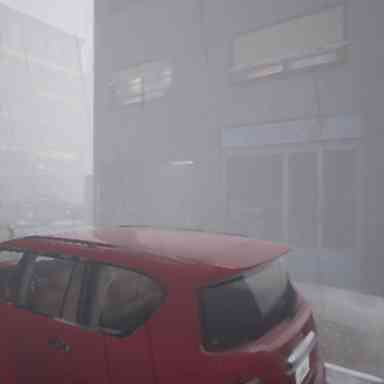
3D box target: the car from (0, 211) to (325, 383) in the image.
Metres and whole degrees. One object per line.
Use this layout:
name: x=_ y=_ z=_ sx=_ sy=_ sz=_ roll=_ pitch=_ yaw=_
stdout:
car: x=-1.176 y=1.316 z=3.703 sx=5.009 sy=1.841 sz=2.192 roll=0 pitch=0 yaw=36

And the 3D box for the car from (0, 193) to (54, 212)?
car: x=-13.981 y=1.040 z=28.904 sx=2.192 sy=1.841 sz=5.009 roll=2 pitch=2 yaw=35

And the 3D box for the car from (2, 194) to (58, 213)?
car: x=-12.137 y=1.228 z=27.053 sx=1.882 sy=1.535 sz=5.008 roll=1 pitch=2 yaw=35

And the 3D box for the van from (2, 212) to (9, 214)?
van: x=-5.675 y=1.343 z=6.914 sx=3.998 sy=1.788 sz=1.690 roll=0 pitch=0 yaw=36

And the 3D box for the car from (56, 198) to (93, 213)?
car: x=-7.150 y=1.353 z=24.061 sx=1.947 sy=1.339 sz=4.313 roll=1 pitch=2 yaw=35
